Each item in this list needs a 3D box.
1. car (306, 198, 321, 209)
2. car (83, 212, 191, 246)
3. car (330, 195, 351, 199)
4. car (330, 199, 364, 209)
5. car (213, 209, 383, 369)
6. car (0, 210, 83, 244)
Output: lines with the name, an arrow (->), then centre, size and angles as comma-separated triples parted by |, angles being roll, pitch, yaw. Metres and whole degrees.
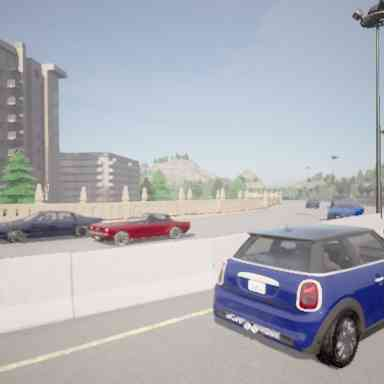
car -> 18.156, 1.677, 49.723 | 1.882, 1.535, 5.008 | 0, 0, 23
car -> -2.380, 1.662, 15.733 | 4.718, 1.301, 1.895 | 0, 0, -41
car -> 21.653, 1.392, 48.946 | 2.150, 2.045, 5.566 | 0, 0, 23
car -> 12.008, 1.543, 25.787 | 1.882, 1.535, 5.008 | 0, 0, 38
car -> 2.582, 1.362, 6.044 | 4.553, 1.767, 2.097 | 0, 0, -39
car -> -7.005, 1.622, 16.393 | 5.357, 1.411, 2.033 | 0, 0, -39
